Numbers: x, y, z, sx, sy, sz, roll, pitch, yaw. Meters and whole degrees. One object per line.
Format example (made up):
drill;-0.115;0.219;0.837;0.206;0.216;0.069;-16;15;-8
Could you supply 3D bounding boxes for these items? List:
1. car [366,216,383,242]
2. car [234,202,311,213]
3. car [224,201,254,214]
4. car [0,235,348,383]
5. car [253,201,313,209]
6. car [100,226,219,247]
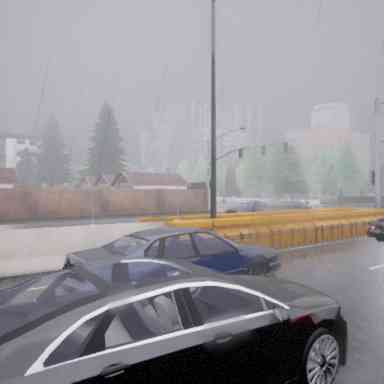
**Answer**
car;10.085;1.536;15.199;5.357;1.411;2.033;0;0;-35
car;4.965;1.554;20.338;4.181;1.385;1.994;0;0;-35
car;5.296;1.532;29.106;5.357;1.411;2.033;0;0;-38
car;-0.272;1.489;3.549;4.902;1.511;2.128;0;0;-35
car;7.503;1.500;26.367;5.008;1.535;1.882;0;0;-35
car;-0.251;1.545;7.853;5.357;1.411;2.033;0;0;-36
